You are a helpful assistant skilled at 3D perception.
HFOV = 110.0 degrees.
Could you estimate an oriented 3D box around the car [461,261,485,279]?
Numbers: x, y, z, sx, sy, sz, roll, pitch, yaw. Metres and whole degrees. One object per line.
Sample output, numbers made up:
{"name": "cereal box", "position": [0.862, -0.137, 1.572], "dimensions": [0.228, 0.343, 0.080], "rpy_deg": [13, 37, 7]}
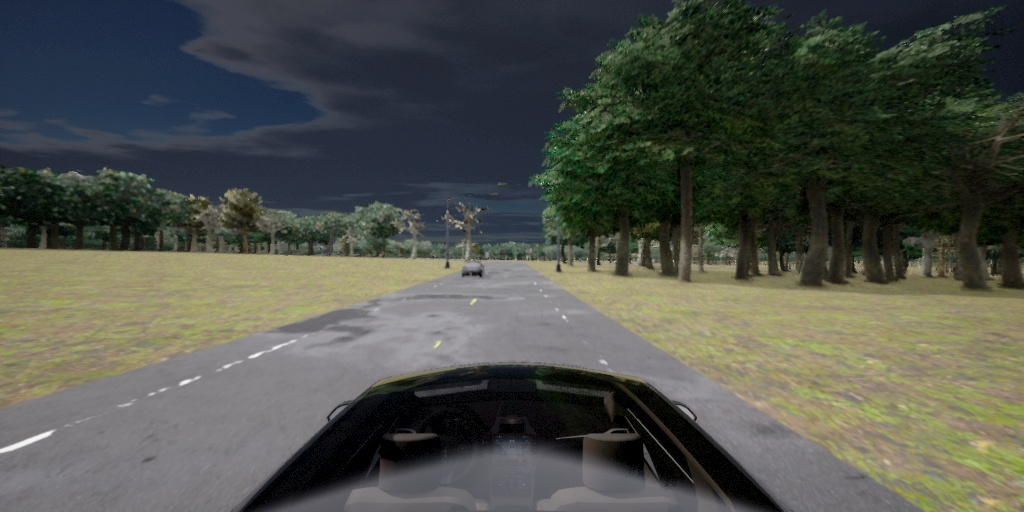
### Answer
{"name": "car", "position": [-3.595, 1.257, 33.824], "dimensions": [1.882, 1.535, 5.008], "rpy_deg": [0, 0, 0]}
